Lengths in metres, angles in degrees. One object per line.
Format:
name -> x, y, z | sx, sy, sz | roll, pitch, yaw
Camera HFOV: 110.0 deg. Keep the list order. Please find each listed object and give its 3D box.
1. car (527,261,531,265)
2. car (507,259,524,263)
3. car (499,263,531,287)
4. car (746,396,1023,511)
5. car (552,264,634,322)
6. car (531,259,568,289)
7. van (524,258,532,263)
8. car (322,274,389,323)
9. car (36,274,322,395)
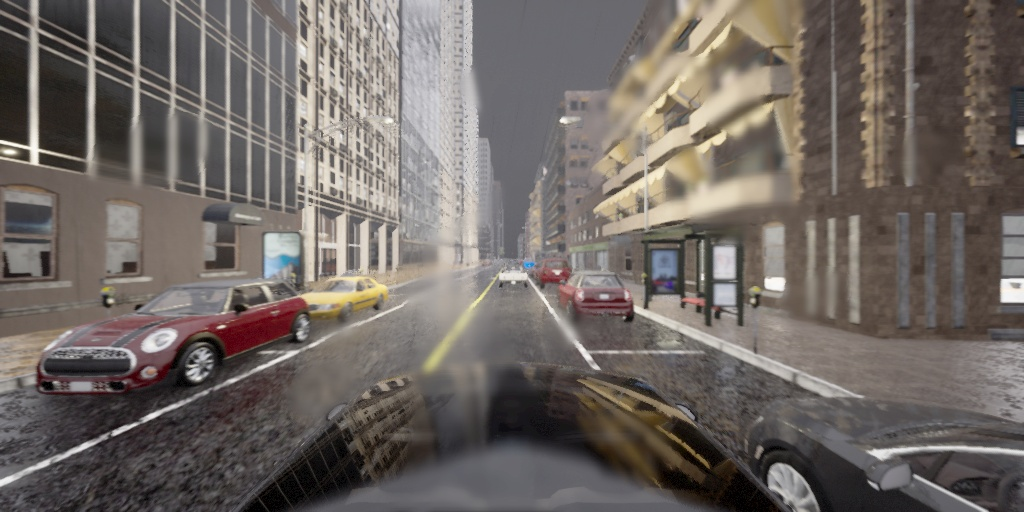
car -> 2.681, 1.407, 34.973 | 1.802, 1.307, 4.207 | 0, 0, 0
car -> 0.086, 1.351, 47.817 | 2.128, 1.511, 4.902 | 0, 0, 0
car -> 0.095, 1.404, 25.158 | 1.895, 1.301, 4.718 | 0, 0, 0
car -> 2.692, 1.299, 1.083 | 2.007, 1.370, 4.403 | 0, 0, 0
car -> 2.688, 1.213, 12.379 | 1.967, 1.591, 4.097 | 0, 0, 0
car -> 2.685, 1.114, 23.676 | 2.192, 1.841, 5.009 | 0, 0, 0
van -> 2.673, 1.228, 57.567 | 1.690, 1.789, 3.998 | 0, 0, 0
car -> -5.692, 1.300, 12.206 | 1.751, 1.417, 4.829 | 0, 0, 0
car -> -5.691, 1.202, 6.728 | 1.967, 1.591, 4.097 | 0, 0, 0
